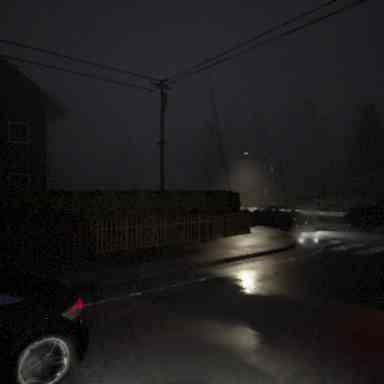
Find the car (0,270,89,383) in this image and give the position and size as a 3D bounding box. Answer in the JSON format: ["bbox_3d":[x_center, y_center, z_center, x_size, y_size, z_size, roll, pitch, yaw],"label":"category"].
[{"bbox_3d":[-3.305,1.563,3.518,4.181,1.385,1.994,0,0,-40],"label":"car"}]

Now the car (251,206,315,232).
[{"bbox_3d":[5.218,1.521,20.045,1.994,1.385,4.181,0,0,-33],"label":"car"}]

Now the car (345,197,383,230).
[{"bbox_3d":[11.562,1.171,18.560,2.150,2.045,5.566,0,0,-39],"label":"car"}]
